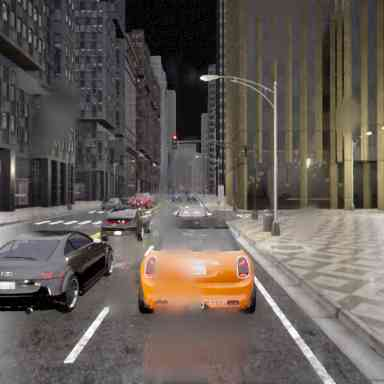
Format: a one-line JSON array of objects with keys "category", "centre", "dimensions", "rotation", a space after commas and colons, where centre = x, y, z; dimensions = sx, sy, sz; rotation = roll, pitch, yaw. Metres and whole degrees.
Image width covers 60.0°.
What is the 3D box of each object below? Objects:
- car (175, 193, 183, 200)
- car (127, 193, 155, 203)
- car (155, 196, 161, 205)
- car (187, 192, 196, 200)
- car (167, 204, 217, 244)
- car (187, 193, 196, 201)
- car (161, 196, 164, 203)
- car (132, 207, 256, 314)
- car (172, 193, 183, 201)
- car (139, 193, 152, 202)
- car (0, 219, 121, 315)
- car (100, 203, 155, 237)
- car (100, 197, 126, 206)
[{"category": "car", "centre": [-3.347, 1.126, 84.322], "dimensions": [1.837, 1.490, 4.892], "rotation": [0, 0, 0]}, {"category": "car", "centre": [-6.631, 1.155, 44.069], "dimensions": [2.150, 2.045, 5.566], "rotation": [0, 0, 1]}, {"category": "car", "centre": [-6.649, 1.421, 54.925], "dimensions": [1.812, 1.442, 4.674], "rotation": [0, 0, 0]}, {"category": "car", "centre": [-0.097, 0.981, 84.295], "dimensions": [2.097, 1.767, 4.553], "rotation": [0, 0, 0]}, {"category": "car", "centre": [0.013, 1.480, 16.777], "dimensions": [2.128, 1.511, 4.902], "rotation": [0, 0, 1]}, {"category": "car", "centre": [-0.086, 1.344, 74.321], "dimensions": [1.812, 1.442, 4.674], "rotation": [0, 0, 0]}, {"category": "car", "centre": [-6.608, 1.405, 65.552], "dimensions": [2.033, 1.411, 5.357], "rotation": [0, 0, 1]}, {"category": "car", "centre": [0.095, 1.350, 7.771], "dimensions": [2.097, 1.767, 4.553], "rotation": [0, 0, 0]}, {"category": "car", "centre": [-3.336, 1.175, 74.286], "dimensions": [2.097, 1.767, 4.553], "rotation": [0, 0, 0]}, {"category": "car", "centre": [-9.832, 1.196, 70.400], "dimensions": [2.097, 1.767, 4.553], "rotation": [0, 0, 0]}, {"category": "car", "centre": [-3.164, 1.562, 7.674], "dimensions": [1.994, 1.385, 4.181], "rotation": [0, 0, 0]}, {"category": "car", "centre": [-3.167, 1.494, 16.570], "dimensions": [1.837, 1.490, 4.892], "rotation": [0, 0, 0]}, {"category": "car", "centre": [-9.896, 1.447, 41.037], "dimensions": [1.837, 1.490, 4.892], "rotation": [0, 0, 0]}]
